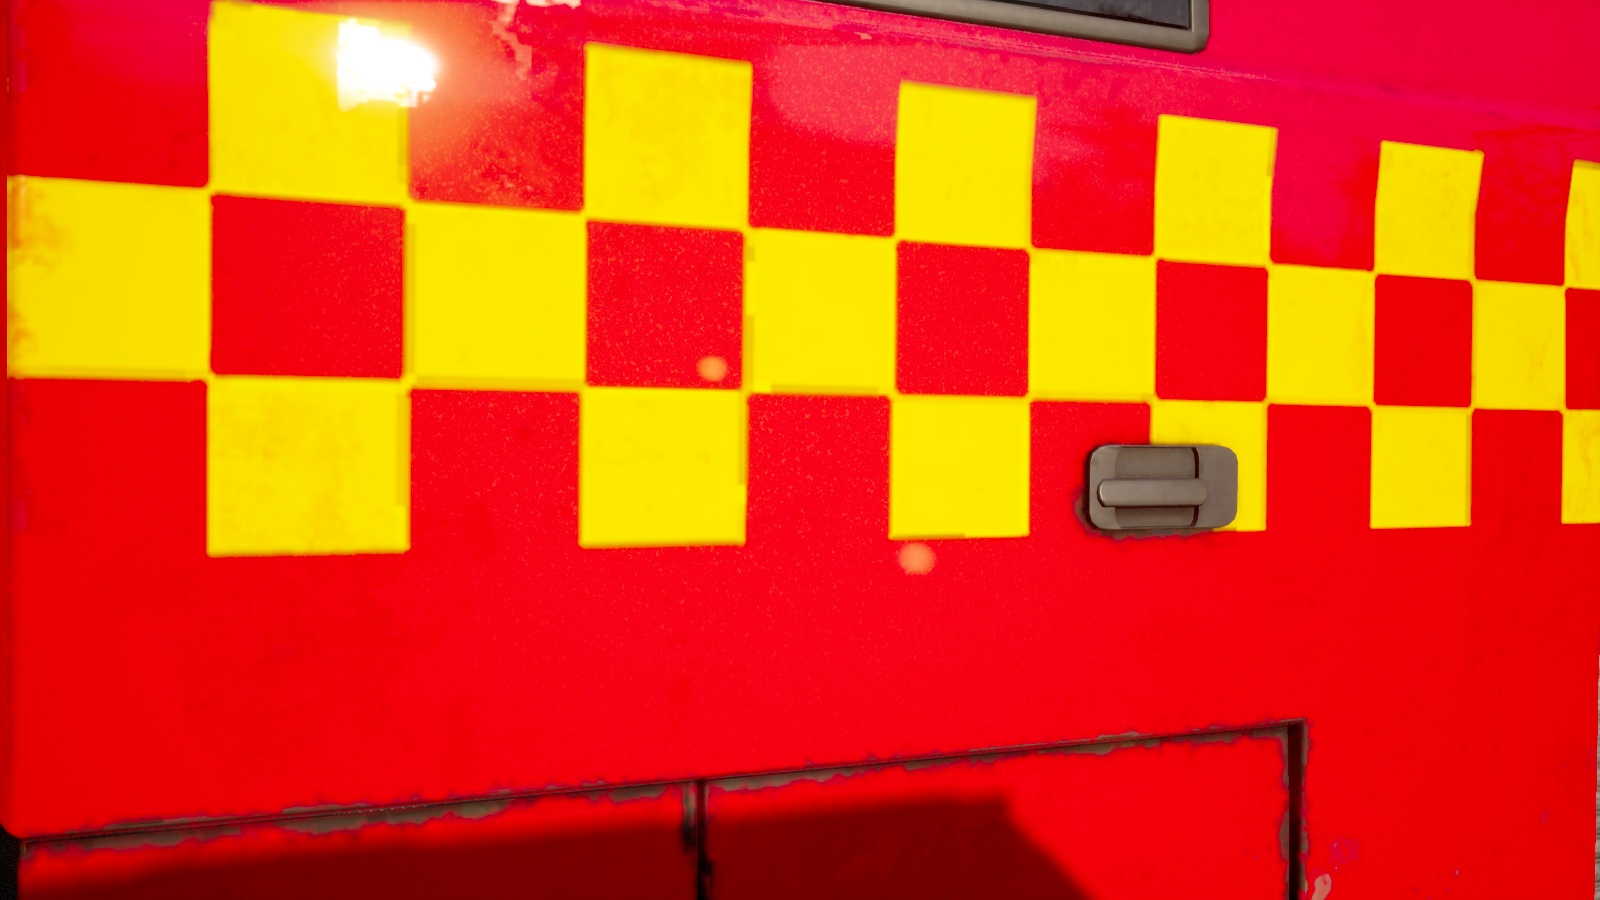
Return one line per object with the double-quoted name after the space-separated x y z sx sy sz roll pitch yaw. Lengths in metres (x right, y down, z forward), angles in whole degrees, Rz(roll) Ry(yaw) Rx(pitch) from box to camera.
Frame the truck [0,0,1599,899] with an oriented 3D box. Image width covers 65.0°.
0.048 -0.420 3.242 8.468 3.827 2.891 -1 1 -21 "truck"
